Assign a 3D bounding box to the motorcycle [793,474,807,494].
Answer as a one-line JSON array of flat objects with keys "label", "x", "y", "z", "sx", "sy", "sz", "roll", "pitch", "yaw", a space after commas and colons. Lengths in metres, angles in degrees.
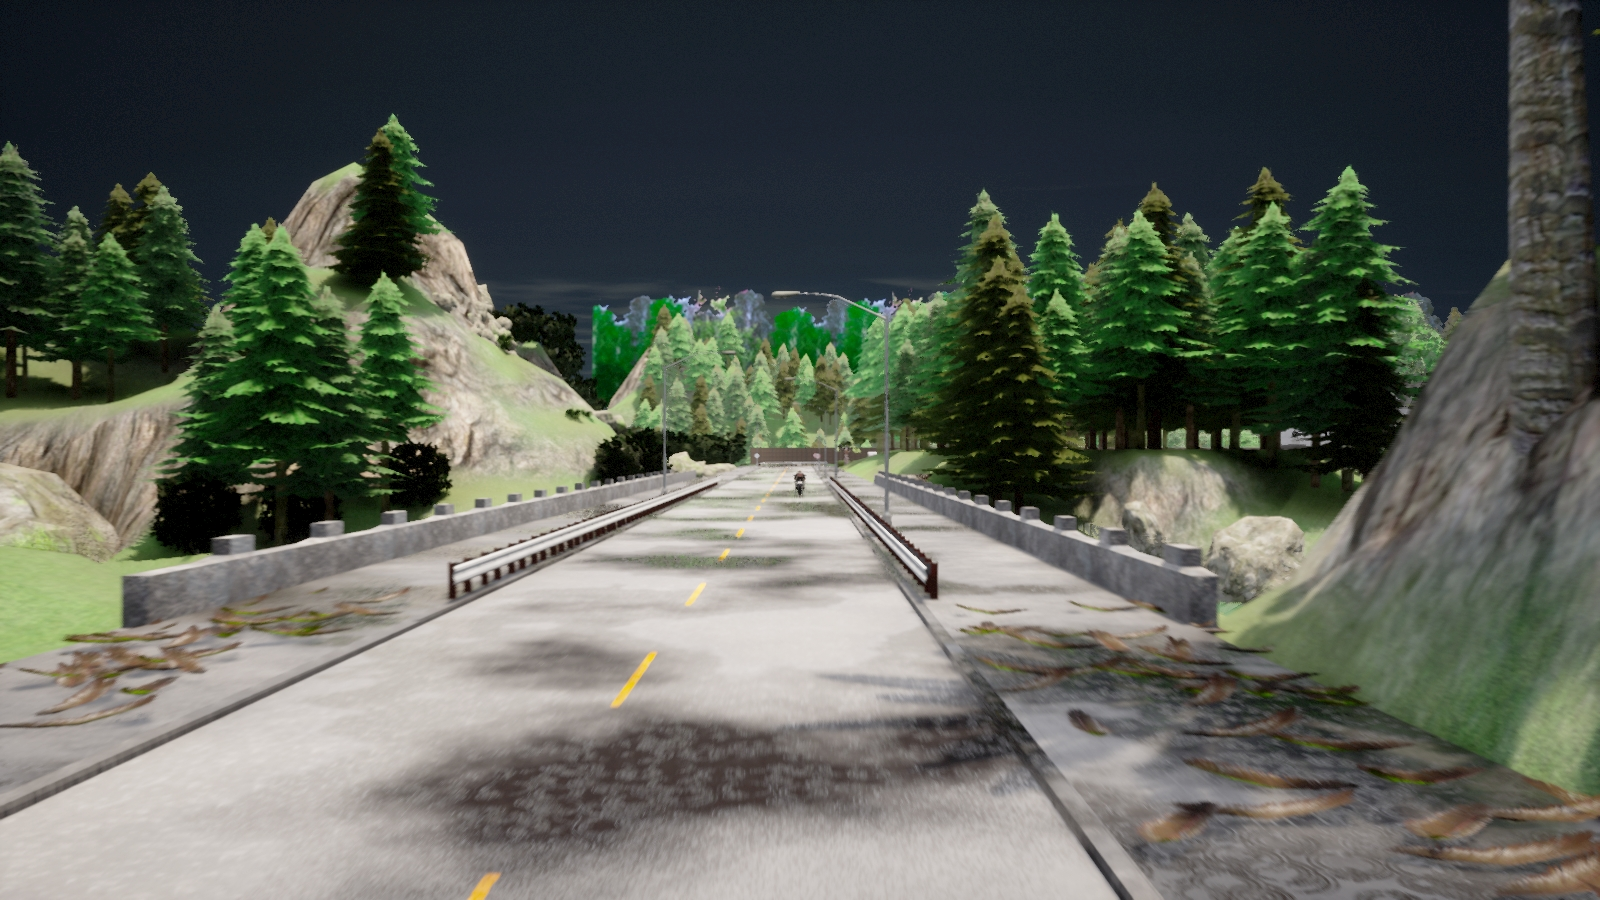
[{"label": "motorcycle", "x": 0.001, "y": 2.205, "z": 73.835, "sx": 0.867, "sy": 1.251, "sz": 2.209, "roll": 0, "pitch": 0, "yaw": 0}]
